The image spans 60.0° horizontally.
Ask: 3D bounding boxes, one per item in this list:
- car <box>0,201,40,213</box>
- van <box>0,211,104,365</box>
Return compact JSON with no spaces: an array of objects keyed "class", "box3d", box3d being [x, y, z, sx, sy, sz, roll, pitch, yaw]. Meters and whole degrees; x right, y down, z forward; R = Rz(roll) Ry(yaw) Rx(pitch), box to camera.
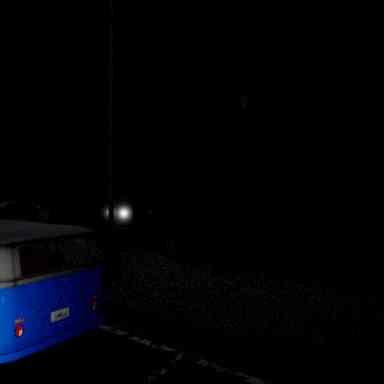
[{"class":"car","box3d":[-15.416,1.517,28.506,1.812,1.442,4.674,0,0,32]},{"class":"van","box3d":[-3.203,1.341,5.361,3.998,1.788,1.690,0,0,36]}]
